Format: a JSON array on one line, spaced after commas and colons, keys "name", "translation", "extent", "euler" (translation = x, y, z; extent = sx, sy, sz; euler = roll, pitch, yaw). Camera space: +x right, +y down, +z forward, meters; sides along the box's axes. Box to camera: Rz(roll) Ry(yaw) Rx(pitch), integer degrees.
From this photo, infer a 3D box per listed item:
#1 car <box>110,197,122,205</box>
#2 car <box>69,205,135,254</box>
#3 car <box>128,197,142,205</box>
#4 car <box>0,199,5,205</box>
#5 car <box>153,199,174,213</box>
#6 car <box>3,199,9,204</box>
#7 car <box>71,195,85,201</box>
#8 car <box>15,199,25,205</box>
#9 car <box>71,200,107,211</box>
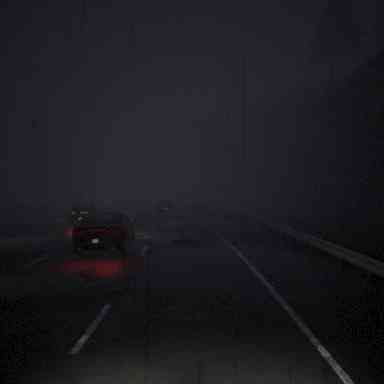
[{"name": "car", "translation": [-14.685, 1.819, 64.260], "extent": [1.837, 1.490, 4.892], "euler": [0, 0, -22]}, {"name": "car", "translation": [-3.534, 1.553, 14.013], "extent": [1.882, 1.535, 5.008], "euler": [-1, 0, -4]}, {"name": "car", "translation": [-11.100, 1.716, 64.711], "extent": [1.882, 1.535, 5.008], "euler": [-1, 0, -22]}, {"name": "car", "translation": [-26.020, 2.059, 42.524], "extent": [1.837, 1.490, 4.892], "euler": [-1, 0, -14]}, {"name": "car", "translation": [-3.273, 1.576, 38.188], "extent": [1.837, 1.490, 4.892], "euler": [0, 0, -12]}, {"name": "car", "translation": [-45.807, 2.339, 81.210], "extent": [1.994, 1.385, 4.181], "euler": [-1, 0, -26]}, {"name": "car", "translation": [-21.564, 1.682, 62.939], "extent": [2.150, 2.045, 5.566], "euler": [-1, 0, -23]}, {"name": "car", "translation": [-40.440, 2.274, 78.153], "extent": [1.882, 1.535, 5.008], "euler": [-1, 0, -26]}, {"name": "car", "translation": [-8.101, 1.664, 25.497], "extent": [2.128, 1.511, 4.902], "euler": [-1, 0, -8]}]
